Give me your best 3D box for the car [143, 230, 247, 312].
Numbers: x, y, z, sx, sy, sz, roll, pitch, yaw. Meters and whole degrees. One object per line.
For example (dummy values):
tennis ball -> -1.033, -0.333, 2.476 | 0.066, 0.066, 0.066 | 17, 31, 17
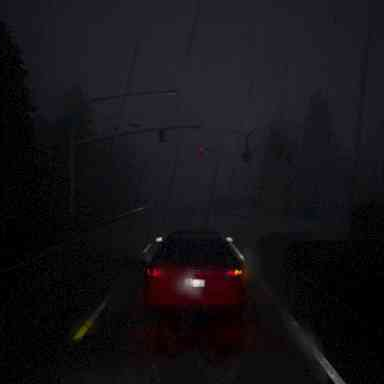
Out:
car -> 0.056, 1.563, 7.815 | 1.994, 1.385, 4.181 | 0, 0, 0

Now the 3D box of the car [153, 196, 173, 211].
car -> -3.703, 1.499, 40.987 | 1.837, 1.490, 4.892 | 0, 0, 0

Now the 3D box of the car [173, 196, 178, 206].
car -> -3.728, 1.517, 55.595 | 1.812, 1.442, 4.674 | 0, 0, 0
